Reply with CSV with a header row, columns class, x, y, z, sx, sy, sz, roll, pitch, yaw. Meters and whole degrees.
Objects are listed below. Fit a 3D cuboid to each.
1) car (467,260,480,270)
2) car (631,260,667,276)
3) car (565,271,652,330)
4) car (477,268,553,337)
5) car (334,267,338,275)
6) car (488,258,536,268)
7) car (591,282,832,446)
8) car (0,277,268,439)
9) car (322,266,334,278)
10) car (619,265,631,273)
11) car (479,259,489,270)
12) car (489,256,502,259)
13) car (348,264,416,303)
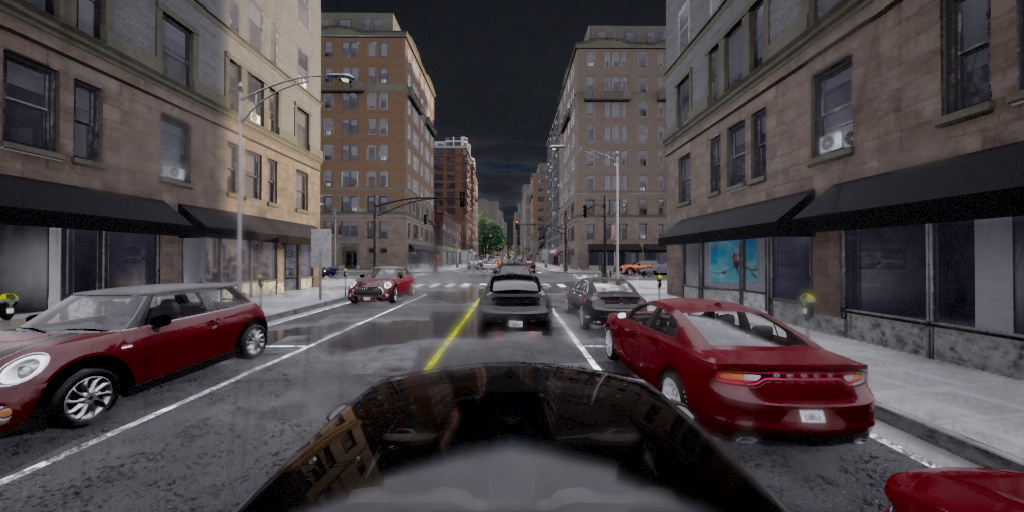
class,x,y,z,sx,sy,sz,roll,pitch,yaw
car,-5.888,1.345,54.774,2.007,1.370,4.403,0,0,0
car,15.203,1.395,36.019,5.357,1.411,2.033,0,0,0
car,2.687,1.303,10.908,2.007,1.370,4.403,0,0,0
car,0.060,1.258,10.334,1.837,1.490,4.892,0,0,-1
car,-18.398,1.150,32.441,5.008,1.535,1.882,0,0,0
car,0.127,1.108,17.748,2.097,1.767,4.553,0,0,0
car,2.676,1.296,5.417,1.888,1.381,4.507,0,0,0
car,-5.850,1.190,5.426,1.967,1.591,4.097,0,0,0
car,-18.009,0.869,29.187,5.566,2.045,2.150,0,0,0
car,14.039,1.221,39.280,4.553,1.767,2.097,0,0,0
car,-3.104,1.389,50.787,1.895,1.301,4.718,0,0,0
car,-3.148,1.159,60.759,2.097,1.767,4.553,0,0,0
car,-5.829,1.195,16.413,1.967,1.591,4.097,0,0,0
